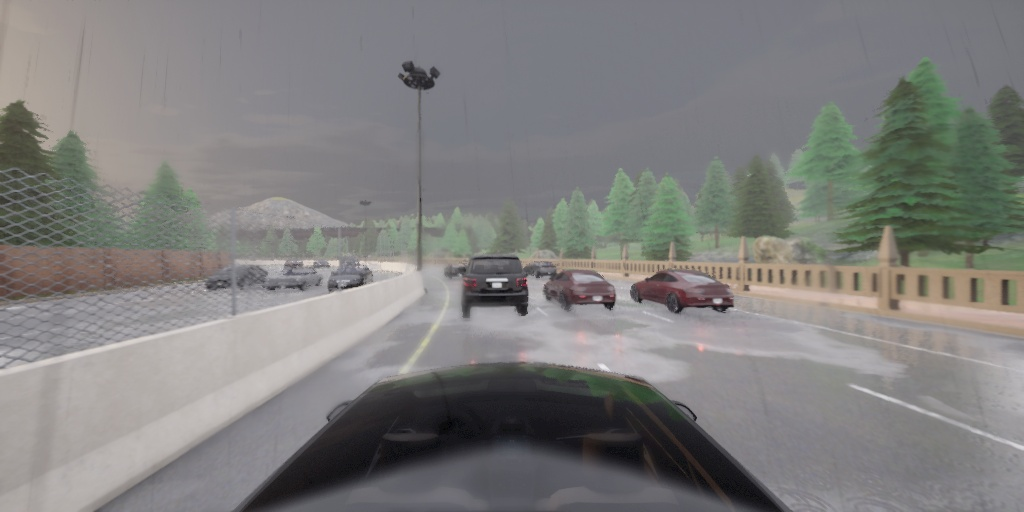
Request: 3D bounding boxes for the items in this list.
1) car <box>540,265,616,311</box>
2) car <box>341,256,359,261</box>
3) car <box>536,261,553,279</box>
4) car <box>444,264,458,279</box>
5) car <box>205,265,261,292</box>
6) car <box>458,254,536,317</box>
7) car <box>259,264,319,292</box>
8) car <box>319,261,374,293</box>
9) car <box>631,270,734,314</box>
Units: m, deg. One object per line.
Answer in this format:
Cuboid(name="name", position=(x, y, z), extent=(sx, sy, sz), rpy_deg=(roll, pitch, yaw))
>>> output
Cuboid(name="car", position=(2.586, 1.254, 14.296), extent=(1.812, 1.442, 4.674), rpy_deg=(0, 0, -7))
Cuboid(name="car", position=(-26.439, 1.038, 58.531), extent=(2.150, 2.045, 5.566), rpy_deg=(0, 0, -36))
Cuboid(name="car", position=(2.440, 1.206, 31.852), extent=(2.128, 1.511, 4.902), rpy_deg=(0, 0, -16))
Cuboid(name="car", position=(-5.015, 1.346, 32.507), extent=(1.895, 1.301, 4.718), rpy_deg=(0, 0, -18))
Cuboid(name="car", position=(-16.831, 1.307, 22.260), extent=(1.837, 1.490, 4.892), rpy_deg=(0, 0, -14))
Cuboid(name="car", position=(-0.765, 0.965, 13.378), extent=(2.150, 2.045, 5.566), rpy_deg=(0, 0, -7))
Cuboid(name="car", position=(-13.112, 1.388, 21.853), extent=(1.895, 1.301, 4.718), rpy_deg=(0, 0, -13))
Cuboid(name="car", position=(-9.457, 1.264, 21.357), extent=(2.128, 1.511, 4.902), rpy_deg=(0, 0, -13))
Cuboid(name="car", position=(6.200, 1.240, 13.524), extent=(1.812, 1.442, 4.674), rpy_deg=(0, 0, -6))
